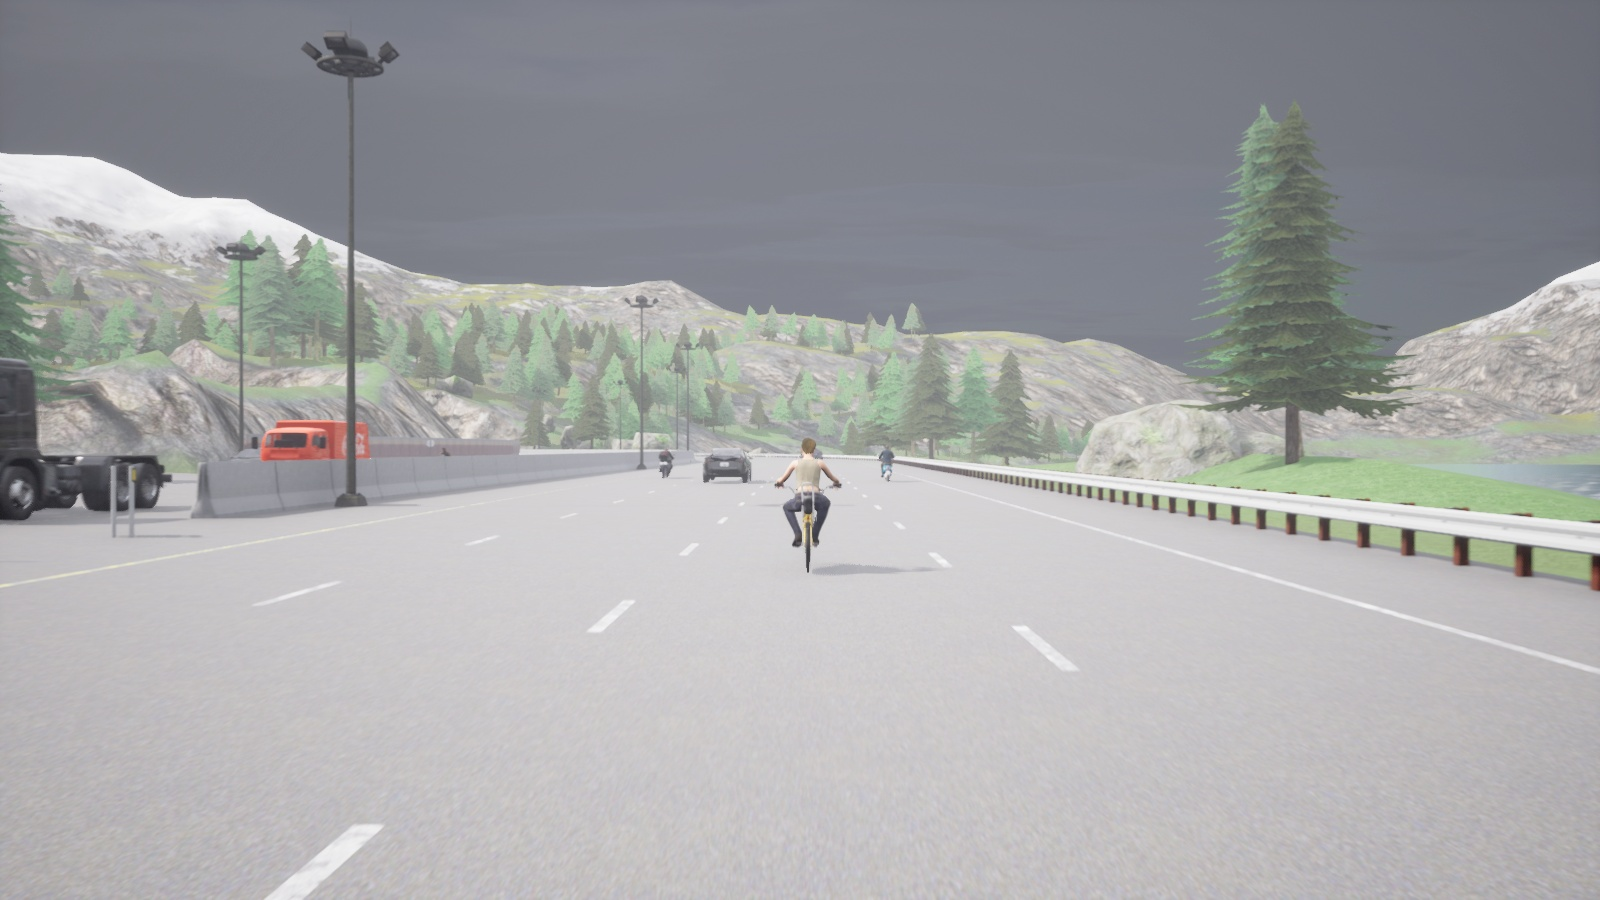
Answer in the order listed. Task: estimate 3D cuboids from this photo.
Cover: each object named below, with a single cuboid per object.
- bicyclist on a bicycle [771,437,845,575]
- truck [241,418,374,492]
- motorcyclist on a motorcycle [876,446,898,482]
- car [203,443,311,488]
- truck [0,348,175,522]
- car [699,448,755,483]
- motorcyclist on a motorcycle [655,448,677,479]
[{"bbox_3d":[0.100,0.655,15.486,0.866,1.612,1.509,0,0,1],"label":"bicyclist on a bicycle"},{"bbox_3d":[-17.232,0.167,44.283,2.627,2.467,5.204,0,0,0],"label":"truck"},{"bbox_3d":[3.833,0.600,55.588,0.866,1.590,1.817,0,0,0],"label":"motorcyclist on a motorcycle"},{"bbox_3d":[-20.709,0.570,48.149,2.033,1.649,4.856,0,0,0],"label":"car"},{"bbox_3d":[-17.303,-0.301,27.858,2.891,3.462,7.936,0,0,0],"label":"truck"},{"bbox_3d":[-3.168,0.641,55.470,2.163,1.488,4.792,0,0,0],"label":"car"},{"bbox_3d":[-6.629,0.660,62.189,0.866,1.530,2.191,0,0,0],"label":"motorcyclist on a motorcycle"}]
